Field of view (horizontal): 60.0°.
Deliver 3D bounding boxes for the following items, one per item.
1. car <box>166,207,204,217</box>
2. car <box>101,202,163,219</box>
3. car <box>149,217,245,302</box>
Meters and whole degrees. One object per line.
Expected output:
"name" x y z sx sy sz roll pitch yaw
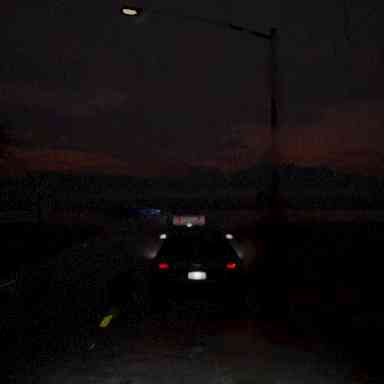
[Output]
"car" -0.546 1.582 21.025 1.895 1.301 4.718 0 0 -9
"car" -5.386 1.615 30.083 5.357 1.411 2.033 -2 1 2
"car" 0.108 1.556 8.319 1.994 1.385 4.181 0 0 0
